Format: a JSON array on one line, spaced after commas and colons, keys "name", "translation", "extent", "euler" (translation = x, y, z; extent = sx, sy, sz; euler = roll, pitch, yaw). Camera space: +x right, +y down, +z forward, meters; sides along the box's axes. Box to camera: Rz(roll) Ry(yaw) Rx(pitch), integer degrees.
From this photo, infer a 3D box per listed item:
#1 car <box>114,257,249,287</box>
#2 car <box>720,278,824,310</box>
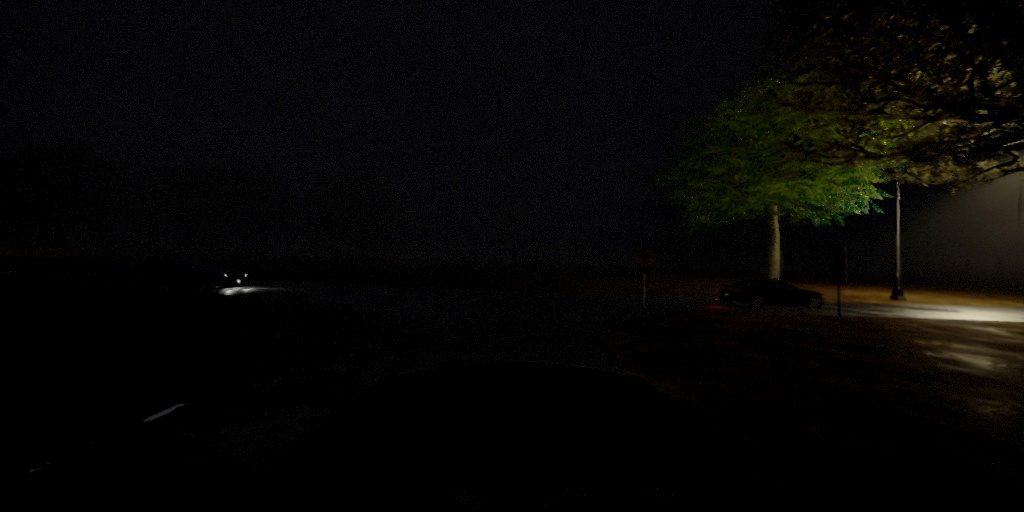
[{"name": "car", "translation": [-16.457, 0.765, 18.022], "extent": [5.357, 1.411, 2.033], "euler": [3, -2, -3]}, {"name": "car", "translation": [13.986, 2.009, 19.377], "extent": [5.008, 1.535, 1.882], "euler": [2, -2, -3]}]
